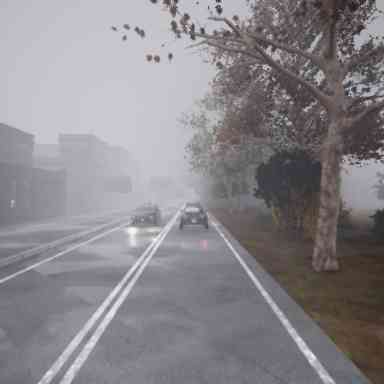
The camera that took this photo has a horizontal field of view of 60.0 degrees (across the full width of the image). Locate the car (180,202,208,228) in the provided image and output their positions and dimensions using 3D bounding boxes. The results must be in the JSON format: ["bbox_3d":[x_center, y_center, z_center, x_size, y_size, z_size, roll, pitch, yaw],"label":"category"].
[{"bbox_3d":[0.124,1.649,23.109,1.812,1.442,4.674,0,0,0],"label":"car"}]

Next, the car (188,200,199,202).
[{"bbox_3d":[0.160,1.722,41.966,1.882,1.535,5.008,0,0,0],"label":"car"}]

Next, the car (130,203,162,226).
[{"bbox_3d":[-3.323,1.638,24.746,1.837,1.490,4.892,0,0,0],"label":"car"}]
